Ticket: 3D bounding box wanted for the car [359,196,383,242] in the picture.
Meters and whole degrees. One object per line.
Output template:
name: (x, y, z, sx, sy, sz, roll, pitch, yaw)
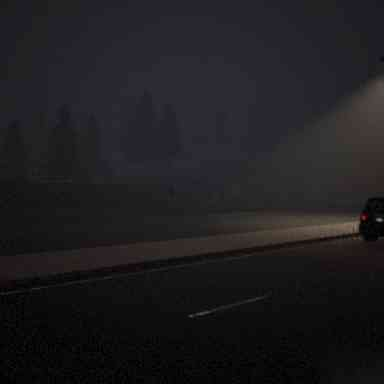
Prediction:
car: (9.766, 1.221, 15.011, 5.566, 2.045, 2.150, 0, 0, -35)
